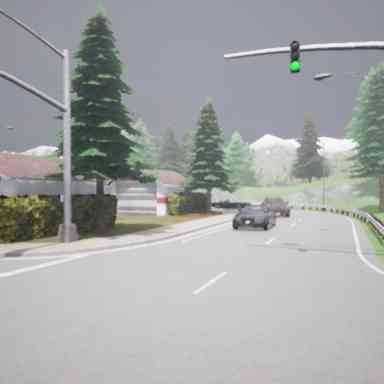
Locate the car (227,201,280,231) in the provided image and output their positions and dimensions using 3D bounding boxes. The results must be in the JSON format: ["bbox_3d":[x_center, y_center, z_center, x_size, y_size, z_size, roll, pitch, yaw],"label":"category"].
[{"bbox_3d":[3.852,1.481,20.190,1.994,1.385,4.181,0,0,23],"label":"car"}]

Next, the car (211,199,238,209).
[{"bbox_3d":[4.653,1.467,39.203,4.718,1.301,1.895,0,0,39],"label":"car"}]

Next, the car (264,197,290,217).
[{"bbox_3d":[7.284,1.220,29.396,2.097,1.767,4.553,0,0,6],"label":"car"}]
